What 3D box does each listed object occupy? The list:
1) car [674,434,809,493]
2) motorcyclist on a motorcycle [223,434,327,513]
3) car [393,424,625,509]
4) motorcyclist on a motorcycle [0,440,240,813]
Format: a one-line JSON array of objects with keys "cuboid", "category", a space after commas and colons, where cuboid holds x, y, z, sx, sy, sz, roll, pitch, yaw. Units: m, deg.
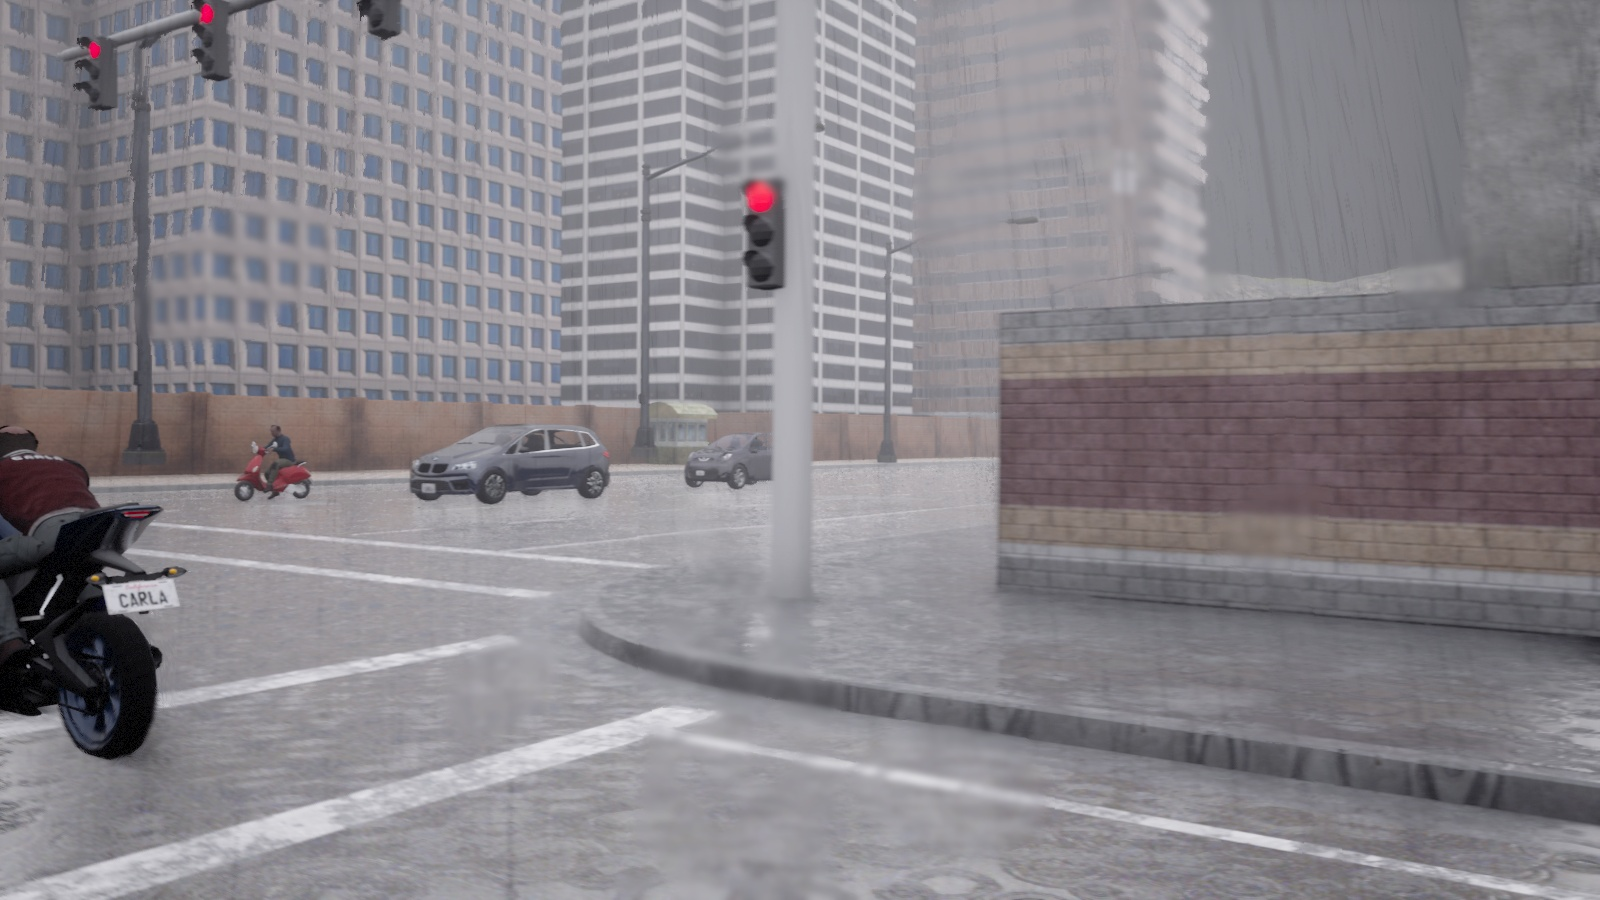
[{"cuboid": [-1.543, 0.327, 34.210, 1.845, 1.501, 3.633, 0, 1, 34], "category": "car"}, {"cuboid": [-11.026, 0.465, 26.439, 0.866, 1.590, 1.817, 0, 1, 34], "category": "motorcyclist on a motorcycle"}, {"cuboid": [-6.214, 0.294, 27.318, 2.242, 1.667, 4.611, 0, 1, 34], "category": "car"}, {"cuboid": [-3.796, 0.728, 6.146, 2.191, 1.530, 0.866, 0, 1, 34], "category": "motorcyclist on a motorcycle"}]
